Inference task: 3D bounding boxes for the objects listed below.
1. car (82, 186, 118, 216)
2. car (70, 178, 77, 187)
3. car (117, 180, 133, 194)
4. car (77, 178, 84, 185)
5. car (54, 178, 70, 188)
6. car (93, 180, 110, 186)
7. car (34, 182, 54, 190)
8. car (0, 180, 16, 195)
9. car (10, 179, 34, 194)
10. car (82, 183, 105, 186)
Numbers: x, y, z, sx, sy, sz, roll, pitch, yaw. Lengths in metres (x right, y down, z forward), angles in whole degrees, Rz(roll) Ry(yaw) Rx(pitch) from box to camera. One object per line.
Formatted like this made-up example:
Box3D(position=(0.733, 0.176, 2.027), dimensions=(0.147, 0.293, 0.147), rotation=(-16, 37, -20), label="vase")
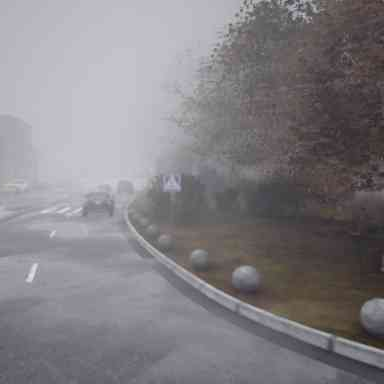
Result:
Box3D(position=(-6.948, 0.699, 25.161), dimensions=(2.097, 1.767, 4.553), rotation=(0, 3, -11), label="car")
Box3D(position=(-28.343, -2.190, 74.569), dimensions=(2.435, 2.045, 5.566), rotation=(0, 3, -7), label="car")
Box3D(position=(-10.498, -0.822, 52.334), dimensions=(2.150, 2.045, 5.566), rotation=(0, 3, -7), label="car")
Box3D(position=(-29.523, -2.410, 83.917), dimensions=(2.231, 1.521, 4.892), rotation=(0, 3, -6), label="car")
Box3D(position=(-27.692, -1.663, 69.137), dimensions=(2.231, 1.521, 4.892), rotation=(0, 3, -7), label="car")
Box3D(position=(-13.933, -0.621, 52.861), dimensions=(2.128, 1.511, 4.902), rotation=(0, 3, -7), label="car")
Box3D(position=(-26.376, -1.079, 58.143), dimensions=(2.163, 1.488, 4.792), rotation=(0, 3, -7), label="car")
Box3D(position=(-24.367, -0.266, 41.428), dimensions=(1.946, 1.575, 5.366), rotation=(0, 3, -7), label="car")
Box3D(position=(-25.052, -0.805, 47.176), dimensions=(2.435, 2.045, 5.566), rotation=(0, 3, -7), label="car")
Box3D(position=(-12.784, -0.083, 42.914), dimensions=(1.812, 1.442, 4.674), rotation=(0, 3, -7), label="car")
